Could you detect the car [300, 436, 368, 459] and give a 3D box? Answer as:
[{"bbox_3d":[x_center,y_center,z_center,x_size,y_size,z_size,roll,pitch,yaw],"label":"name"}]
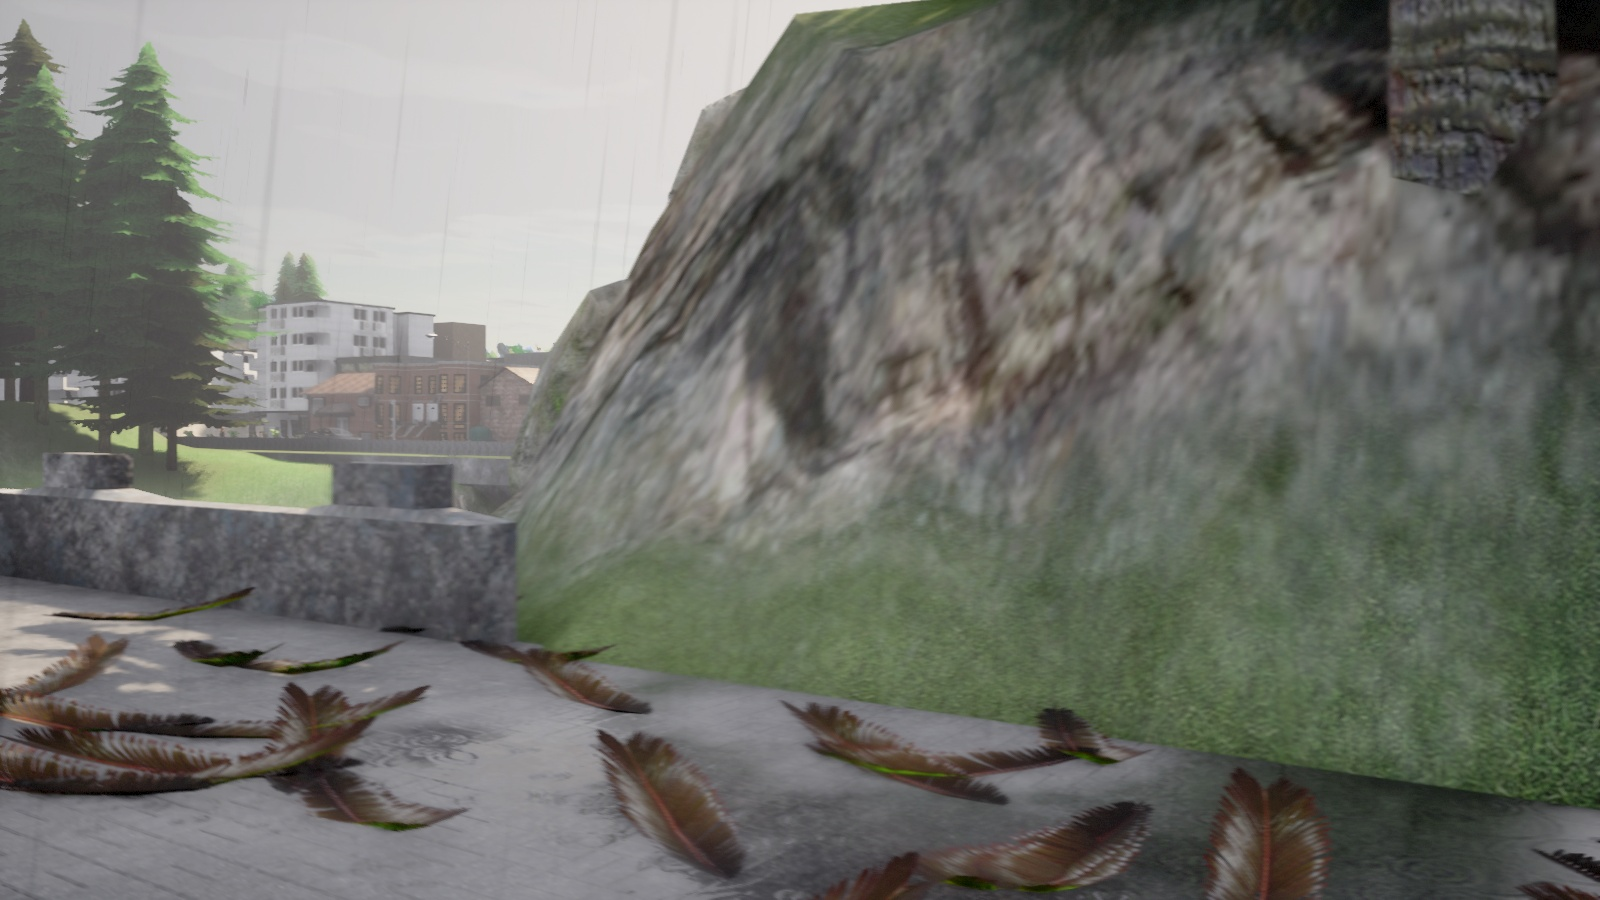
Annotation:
[{"bbox_3d":[-31.395,-0.192,84.578,4.514,1.525,2.007,0,1,34],"label":"car"}]
